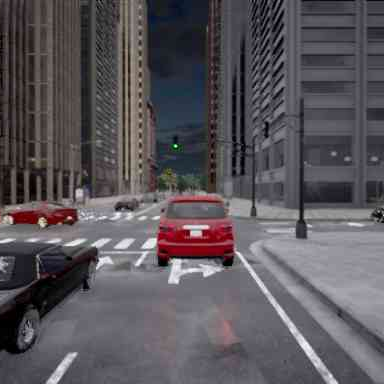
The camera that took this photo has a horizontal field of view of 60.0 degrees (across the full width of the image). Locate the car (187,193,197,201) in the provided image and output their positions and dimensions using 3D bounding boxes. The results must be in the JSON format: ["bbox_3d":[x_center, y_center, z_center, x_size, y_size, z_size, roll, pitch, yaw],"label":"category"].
[{"bbox_3d":[-0.007,0.928,65.998,1.837,1.490,4.892,0,0,0],"label":"car"}]

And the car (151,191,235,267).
[{"bbox_3d":[0.101,1.123,11.133,2.150,2.045,5.566,0,0,0],"label":"car"}]

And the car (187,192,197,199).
[{"bbox_3d":[-0.008,0.809,76.218,2.033,1.411,5.357,0,0,0],"label":"car"}]

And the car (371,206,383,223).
[{"bbox_3d":[14.127,1.174,21.448,4.553,1.767,2.097,0,1,0],"label":"car"}]

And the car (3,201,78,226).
[{"bbox_3d":[-9.170,1.301,20.034,5.008,1.535,1.882,1,-1,27],"label":"car"}]

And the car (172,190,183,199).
[{"bbox_3d":[-3.257,0.493,76.209,2.150,2.045,5.566,0,0,0],"label":"car"}]

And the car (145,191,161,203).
[{"bbox_3d":[-6.573,0.895,51.788,2.097,1.767,4.553,0,1,0],"label":"car"}]

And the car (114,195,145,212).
[{"bbox_3d":[-6.599,1.243,34.471,2.033,1.411,5.357,0,1,0],"label":"car"}]

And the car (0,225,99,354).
[{"bbox_3d":[-3.152,1.549,5.945,1.895,1.301,4.718,0,0,0],"label":"car"}]
